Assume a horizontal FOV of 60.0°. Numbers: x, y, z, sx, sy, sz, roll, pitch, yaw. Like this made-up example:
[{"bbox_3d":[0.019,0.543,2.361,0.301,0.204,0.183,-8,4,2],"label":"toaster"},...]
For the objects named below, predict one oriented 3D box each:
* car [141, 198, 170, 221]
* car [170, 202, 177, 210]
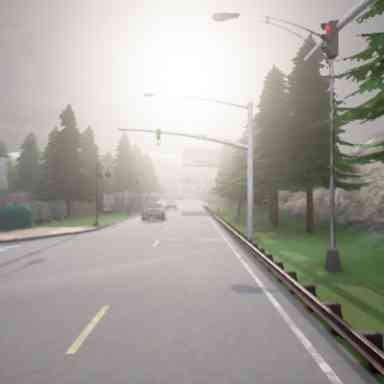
[{"bbox_3d":[-3.494,1.759,31.374,2.097,1.767,4.553,0,-1,0],"label":"car"},{"bbox_3d":[-3.490,2.296,56.029,1.895,1.301,4.718,0,-1,0],"label":"car"}]
